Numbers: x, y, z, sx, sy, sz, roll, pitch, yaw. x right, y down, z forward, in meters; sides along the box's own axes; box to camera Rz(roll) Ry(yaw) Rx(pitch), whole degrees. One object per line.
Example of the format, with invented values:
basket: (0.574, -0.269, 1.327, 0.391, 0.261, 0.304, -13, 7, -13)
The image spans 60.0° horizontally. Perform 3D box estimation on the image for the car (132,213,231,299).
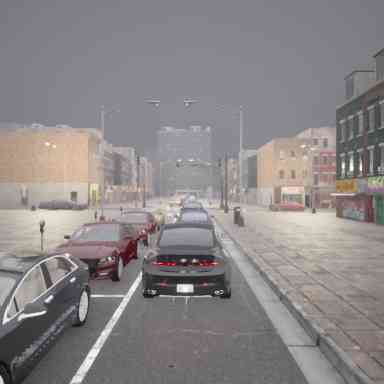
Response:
car: (-0.071, 1.508, 8.484, 1.837, 1.490, 4.892, 0, 0, 1)

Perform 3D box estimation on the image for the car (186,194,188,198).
car: (-2.581, 1.699, 79.825, 1.752, 1.417, 4.829, 0, 0, 0)

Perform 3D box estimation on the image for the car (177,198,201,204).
car: (0.039, 1.502, 26.319, 1.882, 1.535, 5.008, 0, 0, 0)

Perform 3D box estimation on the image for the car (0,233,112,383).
car: (-2.630, 1.552, 4.336, 2.008, 1.369, 4.403, 0, 0, 0)

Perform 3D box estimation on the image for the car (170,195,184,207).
car: (-2.599, 1.609, 52.606, 1.752, 1.417, 4.829, 0, 0, 0)

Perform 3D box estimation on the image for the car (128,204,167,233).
car: (-2.619, 1.541, 20.648, 1.752, 1.417, 4.829, 0, 0, 0)

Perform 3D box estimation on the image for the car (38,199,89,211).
car: (-14.627, 1.490, 37.948, 5.357, 1.411, 2.033, 0, 0, 2)

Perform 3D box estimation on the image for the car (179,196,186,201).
car: (-2.573, 1.762, 90.884, 1.887, 1.381, 4.507, 0, 0, 0)

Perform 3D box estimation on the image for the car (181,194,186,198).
car: (-2.594, 1.414, 58.220, 2.192, 1.841, 5.009, 0, 0, 0)

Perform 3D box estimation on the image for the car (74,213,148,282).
car: (-2.626, 1.549, 9.830, 1.887, 1.381, 4.507, 0, 0, 0)

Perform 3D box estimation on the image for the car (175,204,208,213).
car: (0.104, 1.536, 15.928, 1.812, 1.442, 4.674, 0, 0, 0)

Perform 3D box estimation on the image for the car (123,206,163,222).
car: (-2.623, 1.554, 15.325, 1.887, 1.381, 4.507, 0, 0, 0)

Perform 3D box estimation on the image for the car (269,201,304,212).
car: (11.601, 1.762, 41.001, 4.181, 1.385, 1.994, 1, 0, 1)

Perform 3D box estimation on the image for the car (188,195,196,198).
car: (0.057, 1.713, 83.450, 1.812, 1.442, 4.674, 0, 0, 0)
